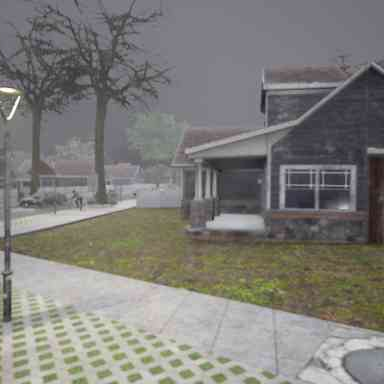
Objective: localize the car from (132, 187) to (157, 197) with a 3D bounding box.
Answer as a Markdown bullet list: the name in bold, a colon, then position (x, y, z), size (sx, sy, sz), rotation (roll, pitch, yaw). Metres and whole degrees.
- **car**: position (-7.454, 0.033, 51.111), size (1.895, 1.301, 4.718), rotation (1, 2, 11)

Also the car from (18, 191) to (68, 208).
- **car**: position (-13.977, 0.654, 31.633), size (2.033, 1.411, 5.357), rotation (1, 2, 10)

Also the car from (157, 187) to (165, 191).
- **car**: position (-5.707, -0.294, 60.963), size (1.895, 1.301, 4.718), rotation (1, 2, 10)

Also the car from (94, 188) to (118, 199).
- **car**: position (-11.571, 0.192, 44.628), size (1.994, 1.385, 4.181), rotation (1, 2, 11)

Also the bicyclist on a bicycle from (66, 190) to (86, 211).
- **bicyclist on a bicycle**: position (-9.059, 0.690, 25.922), size (1.656, 1.620, 0.582), rotation (1, 2, 10)
